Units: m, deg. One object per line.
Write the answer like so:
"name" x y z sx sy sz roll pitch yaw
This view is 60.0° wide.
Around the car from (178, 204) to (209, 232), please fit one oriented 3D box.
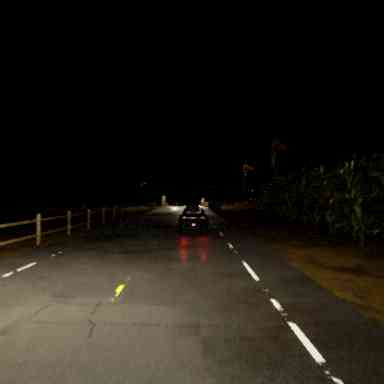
"car" 0.101 1.796 22.371 2.128 1.511 4.902 0 -1 0
